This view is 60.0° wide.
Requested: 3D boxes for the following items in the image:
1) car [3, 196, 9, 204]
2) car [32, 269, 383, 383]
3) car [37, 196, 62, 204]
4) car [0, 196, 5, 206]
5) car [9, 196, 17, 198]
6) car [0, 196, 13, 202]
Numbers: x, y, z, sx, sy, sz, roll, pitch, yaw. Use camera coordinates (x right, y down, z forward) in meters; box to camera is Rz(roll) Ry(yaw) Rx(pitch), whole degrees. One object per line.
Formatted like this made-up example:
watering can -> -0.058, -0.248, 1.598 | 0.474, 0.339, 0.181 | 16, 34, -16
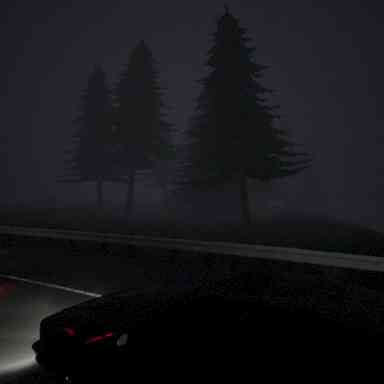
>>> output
car -> -29.808, 1.601, 48.751 | 1.895, 1.301, 4.718 | 0, 0, 15
car -> 0.724, 1.547, 3.214 | 5.357, 1.411, 2.033 | 0, 0, 34
car -> -24.161, 1.477, 56.538 | 1.882, 1.535, 5.008 | 0, 0, 14
car -> -25.182, 1.547, 38.917 | 2.033, 1.411, 5.357 | 0, 0, 15
car -> -39.250, 1.540, 72.309 | 2.033, 1.411, 5.357 | 0, 0, 5
car -> -42.639, 1.540, 74.377 | 2.033, 1.411, 5.357 | 0, 0, 5
